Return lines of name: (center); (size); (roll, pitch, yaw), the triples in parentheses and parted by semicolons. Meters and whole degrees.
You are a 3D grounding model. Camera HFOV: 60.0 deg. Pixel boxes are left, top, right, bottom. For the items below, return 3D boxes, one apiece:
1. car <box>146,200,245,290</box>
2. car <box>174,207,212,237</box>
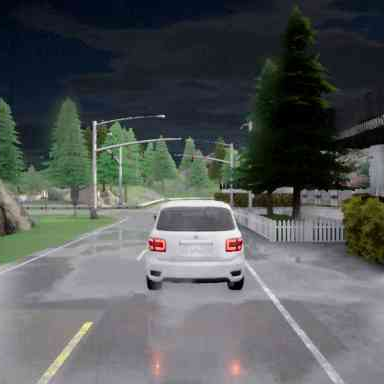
car: (0.065, 1.224, 9.209); (2.150, 2.045, 5.566); (0, 0, 0)
car: (0.020, 1.607, 18.972); (1.895, 1.301, 4.718); (0, 0, 0)
